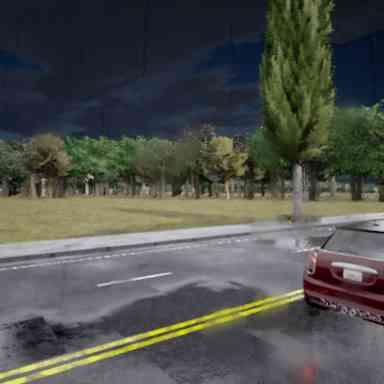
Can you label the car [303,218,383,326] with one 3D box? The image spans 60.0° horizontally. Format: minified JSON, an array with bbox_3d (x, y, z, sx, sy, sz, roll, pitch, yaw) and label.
[{"bbox_3d":[4.266,1.324,6.487,4.553,1.767,2.097,0,0,-36],"label":"car"}]
